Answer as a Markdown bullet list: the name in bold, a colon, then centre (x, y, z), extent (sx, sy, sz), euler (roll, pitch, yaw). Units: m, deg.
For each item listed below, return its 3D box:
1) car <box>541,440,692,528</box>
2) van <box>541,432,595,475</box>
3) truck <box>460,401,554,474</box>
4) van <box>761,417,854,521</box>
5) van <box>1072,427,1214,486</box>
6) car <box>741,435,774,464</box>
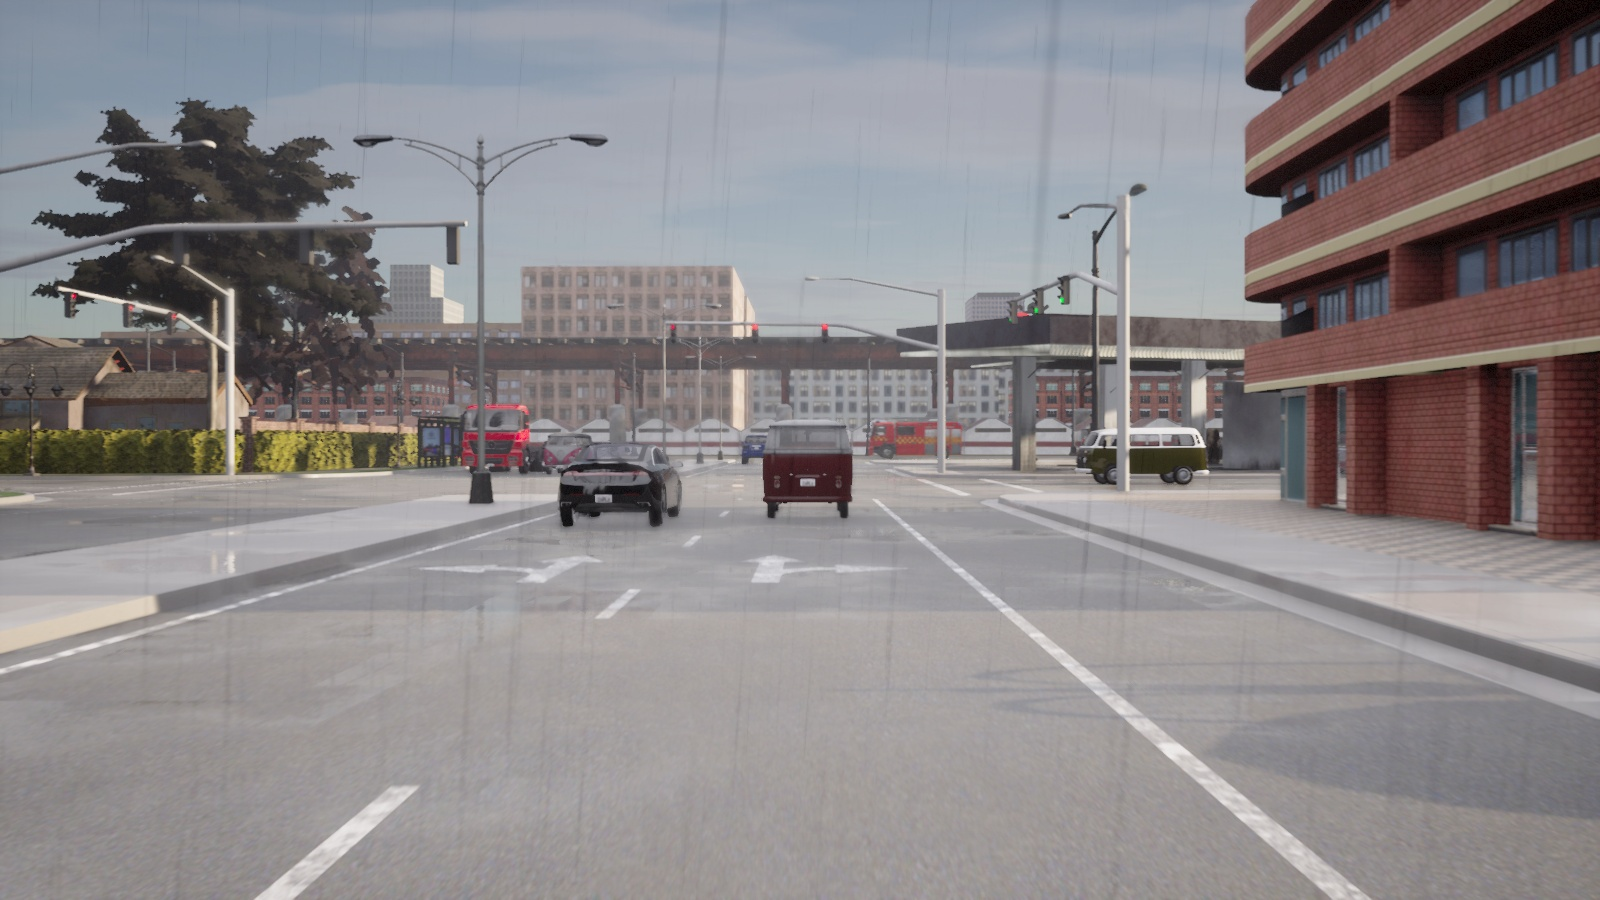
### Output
- **car**: centre (-3.349, 0.565, 23.939), extent (2.128, 1.511, 4.902), euler (0, 0, 0)
- **van**: centre (-11.143, 0.149, 60.530), extent (1.775, 1.987, 4.442), euler (0, 0, 0)
- **truck**: centre (-14.671, -0.605, 63.523), extent (2.891, 3.462, 7.936), euler (0, 0, 0)
- **van**: centre (0.163, 0.352, 26.130), extent (1.775, 1.987, 4.442), euler (0, 0, 0)
- **van**: centre (12.190, 0.227, 44.839), extent (4.480, 2.038, 2.069), euler (0, 0, -1)
- **car**: centre (-2.979, -0.041, 89.407), extent (2.150, 2.045, 5.566), euler (0, 0, 0)
